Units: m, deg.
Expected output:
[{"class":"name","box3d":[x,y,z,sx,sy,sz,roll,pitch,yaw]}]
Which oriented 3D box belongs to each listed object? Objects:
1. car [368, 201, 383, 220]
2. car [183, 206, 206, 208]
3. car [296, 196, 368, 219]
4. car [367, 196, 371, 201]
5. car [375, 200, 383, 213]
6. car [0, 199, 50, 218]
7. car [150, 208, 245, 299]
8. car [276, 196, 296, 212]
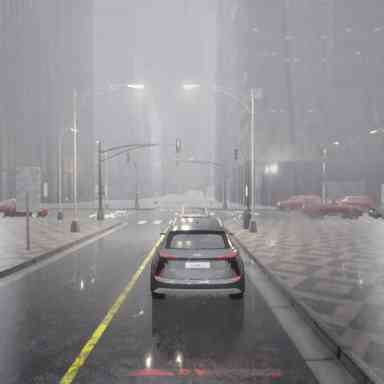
[{"class":"car","box3d":[17.827,1.741,29.211,4.313,1.339,1.947,0,1,0]},{"class":"car","box3d":[0.133,1.507,17.521,1.837,1.490,4.892,0,0,0]},{"class":"car","box3d":[12.184,1.462,29.203,5.009,1.841,2.192,0,1,0]},{"class":"car","box3d":[17.831,1.352,37.732,5.009,1.841,2.192,0,1,0]},{"class":"car","box3d":[23.472,1.633,37.739,4.313,1.339,1.947,0,1,0]},{"class":"car","box3d":[-14.857,1.566,29.183,4.507,1.381,1.887,0,1,0]},{"class":"car","box3d":[0.126,1.428,8.434,2.033,1.649,4.856,0,0,1]},{"class":"car","box3d":[12.188,1.324,37.727,5.009,1.841,2.192,0,1,0]}]
